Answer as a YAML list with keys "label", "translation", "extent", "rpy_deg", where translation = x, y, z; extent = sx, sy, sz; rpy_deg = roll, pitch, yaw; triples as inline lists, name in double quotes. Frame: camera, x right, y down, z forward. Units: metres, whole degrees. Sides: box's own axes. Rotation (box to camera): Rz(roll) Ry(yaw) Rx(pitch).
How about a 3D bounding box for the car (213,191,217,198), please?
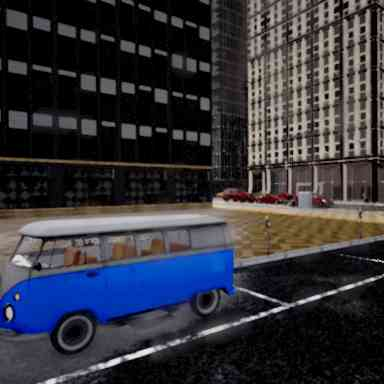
- label: "car"
  translation: [6.267, 0.400, 57.629]
  extent: [1.752, 1.417, 4.829]
  rpy_deg: [1, 1, -36]

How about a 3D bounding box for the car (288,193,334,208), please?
- label: "car"
  translation: [12.552, 0.828, 34.424]
  extent: [1.967, 1.590, 4.097]
  rpy_deg: [1, 1, -36]

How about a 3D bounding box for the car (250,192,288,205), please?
- label: "car"
  translation: [9.308, 0.863, 38.960]
  extent: [1.802, 1.307, 4.206]
  rpy_deg: [1, 1, -36]

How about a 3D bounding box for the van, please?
- label: "van"
  translation: [-1.097, 1.322, 5.774]
  extent: [3.998, 1.788, 1.690]
  rpy_deg: [-1, 0, -35]

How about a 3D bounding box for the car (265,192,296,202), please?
- label: "car"
  translation: [12.849, 0.675, 48.416]
  extent: [1.802, 1.307, 4.206]
  rpy_deg: [1, 1, -36]

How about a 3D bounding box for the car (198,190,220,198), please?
- label: "car"
  translation: [3.122, 0.336, 62.028]
  extent: [1.947, 1.339, 4.313]
  rpy_deg: [1, 1, -36]

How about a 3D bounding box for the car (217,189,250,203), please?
- label: "car"
  translation: [6.072, 0.488, 43.493]
  extent: [2.192, 1.841, 5.009]
  rpy_deg: [1, 1, -36]
